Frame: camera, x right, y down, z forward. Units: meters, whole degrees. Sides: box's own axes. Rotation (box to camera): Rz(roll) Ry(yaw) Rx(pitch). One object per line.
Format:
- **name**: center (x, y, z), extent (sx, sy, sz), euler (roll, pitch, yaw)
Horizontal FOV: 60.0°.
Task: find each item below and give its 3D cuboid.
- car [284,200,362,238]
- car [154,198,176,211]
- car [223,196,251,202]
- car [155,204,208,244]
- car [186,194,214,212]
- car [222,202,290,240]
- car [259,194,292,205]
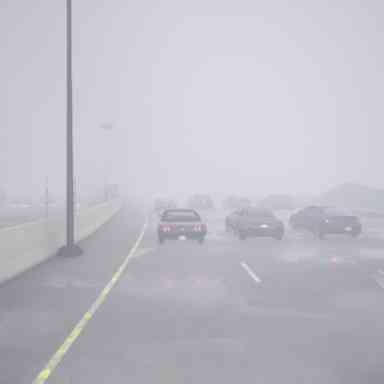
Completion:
- **car**: center (6.335, 1.331, 16.194), extent (1.812, 1.442, 4.674), euler (0, 1, -5)
- **car**: center (-2.644, 1.227, 31.703), extent (1.895, 1.301, 4.718), euler (0, 1, -10)
- **car**: center (4.318, 1.107, 32.358), extent (2.128, 1.511, 4.902), euler (0, 1, -9)
- **car**: center (-0.550, 1.424, 14.933), extent (1.895, 1.301, 4.718), euler (0, 1, -5)
- **car**: center (0.742, 0.969, 32.482), extent (2.097, 1.767, 4.553), euler (0, 1, -9)
- **car**: center (2.852, 1.374, 15.916), extent (1.994, 1.385, 4.181), euler (0, 1, -5)
- **car**: center (7.953, 0.975, 31.729), extent (2.097, 1.767, 4.553), euler (0, 1, -9)
